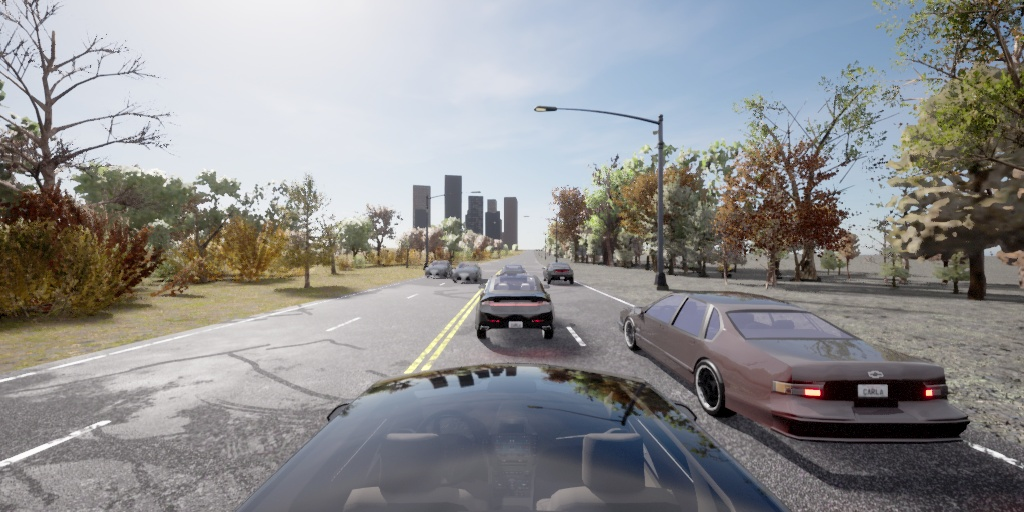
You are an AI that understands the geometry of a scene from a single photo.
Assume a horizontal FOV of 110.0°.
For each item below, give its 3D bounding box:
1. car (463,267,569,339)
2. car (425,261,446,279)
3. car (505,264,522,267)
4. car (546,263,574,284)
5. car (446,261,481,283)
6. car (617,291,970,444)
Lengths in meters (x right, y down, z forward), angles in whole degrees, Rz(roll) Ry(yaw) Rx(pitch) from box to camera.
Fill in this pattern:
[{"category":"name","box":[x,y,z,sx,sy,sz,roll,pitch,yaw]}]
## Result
[{"category":"car","box":[0.066,1.240,10.023,2.128,1.511,4.902,0,0,0]},{"category":"car","box":[-6.552,1.209,32.618,2.128,1.511,4.902,0,0,1]},{"category":"car","box":[0.103,1.293,26.773,1.994,1.385,4.181,0,0,0]},{"category":"car","box":[3.352,1.227,26.452,1.837,1.490,4.892,-1,0,0]},{"category":"car","box":[-3.345,1.220,27.422,2.128,1.511,4.902,0,0,0]},{"category":"car","box":[3.342,1.281,5.837,2.033,1.411,5.357,0,0,0]}]
